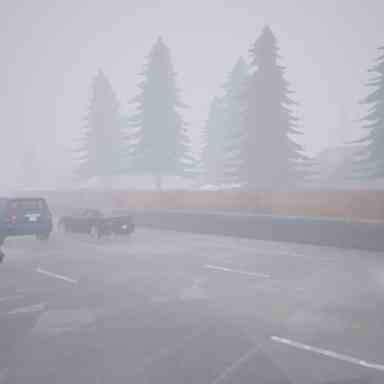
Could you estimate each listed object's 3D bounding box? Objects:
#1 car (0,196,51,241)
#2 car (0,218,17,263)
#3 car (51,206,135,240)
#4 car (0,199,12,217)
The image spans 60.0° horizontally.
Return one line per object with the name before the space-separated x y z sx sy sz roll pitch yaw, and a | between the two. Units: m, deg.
car | -8.687 1.217 15.785 5.566 2.045 2.150 0 0 42
car | -7.602 1.540 10.155 5.357 1.411 2.033 0 0 41
car | -5.031 1.482 17.228 5.008 1.535 1.882 0 0 41
car | -18.573 1.478 30.941 2.128 1.511 4.902 0 0 -41
